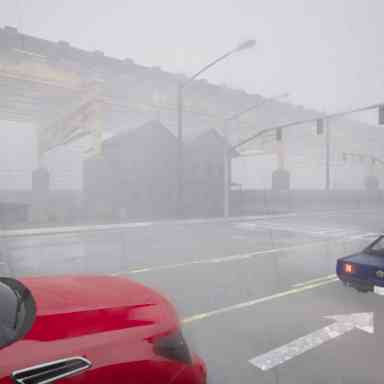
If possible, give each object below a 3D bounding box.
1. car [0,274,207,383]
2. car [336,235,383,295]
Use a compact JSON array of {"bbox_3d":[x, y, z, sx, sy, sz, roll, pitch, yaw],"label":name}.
[{"bbox_3d":[-2.526,1.222,1.943,5.566,2.045,2.150,0,0,-36],"label":"car"},{"bbox_3d":[5.427,1.601,7.616,4.718,1.301,1.895,0,0,-35],"label":"car"}]
